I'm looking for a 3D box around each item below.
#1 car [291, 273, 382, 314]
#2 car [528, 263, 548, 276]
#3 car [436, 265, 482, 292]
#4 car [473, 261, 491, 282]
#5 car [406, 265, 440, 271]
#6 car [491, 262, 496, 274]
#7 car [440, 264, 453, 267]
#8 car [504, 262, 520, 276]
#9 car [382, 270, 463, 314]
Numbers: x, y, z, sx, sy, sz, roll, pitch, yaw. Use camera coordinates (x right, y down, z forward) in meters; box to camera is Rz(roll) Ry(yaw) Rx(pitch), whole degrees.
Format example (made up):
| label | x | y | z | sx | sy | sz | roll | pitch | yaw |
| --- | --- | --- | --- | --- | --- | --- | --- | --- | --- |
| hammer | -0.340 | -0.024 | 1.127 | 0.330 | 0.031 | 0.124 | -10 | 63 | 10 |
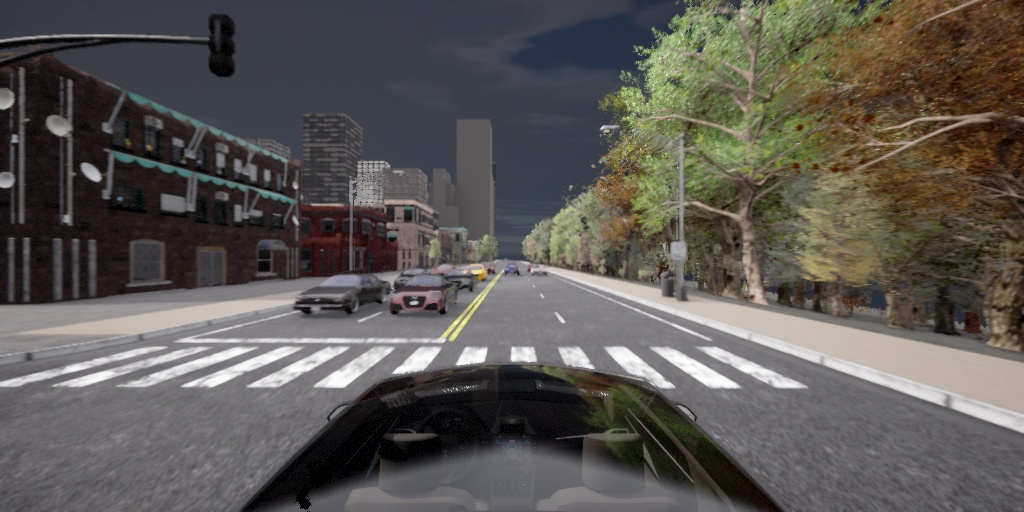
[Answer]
| label | x | y | z | sx | sy | sz | roll | pitch | yaw |
| --- | --- | --- | --- | --- | --- | --- | --- | --- | --- |
| car | -6.600 | 1.418 | 14.718 | 2.033 | 1.411 | 5.357 | 0 | -1 | 0 |
| car | 3.355 | 1.748 | 44.813 | 1.895 | 1.301 | 4.718 | 0 | -1 | 0 |
| car | -3.339 | 1.513 | 23.289 | 1.994 | 1.385 | 4.181 | 0 | -1 | 1 |
| car | -3.336 | 1.520 | 33.375 | 1.882 | 1.535 | 5.008 | 0 | -1 | 0 |
| car | -6.593 | 1.526 | 24.694 | 1.994 | 1.385 | 4.181 | 0 | -1 | 0 |
| car | -3.257 | 1.526 | 47.935 | 2.097 | 1.767 | 4.553 | 0 | 0 | 0 |
| car | -6.582 | 1.544 | 35.957 | 1.882 | 1.535 | 5.008 | 0 | -1 | 0 |
| car | 0.001 | 1.669 | 44.429 | 1.812 | 1.442 | 4.674 | 0 | -1 | 0 |
| car | -3.349 | 1.430 | 14.287 | 1.994 | 1.385 | 4.181 | 0 | 0 | 0 |
